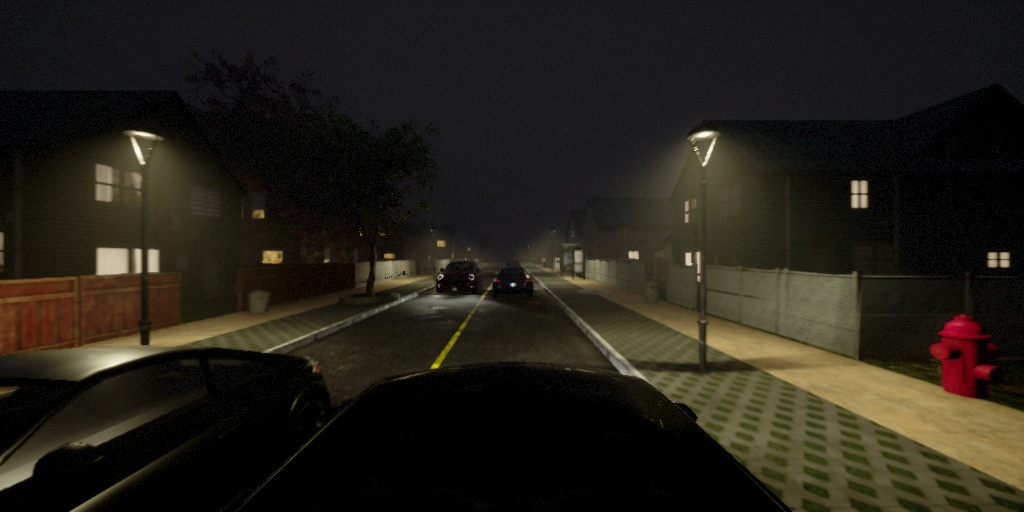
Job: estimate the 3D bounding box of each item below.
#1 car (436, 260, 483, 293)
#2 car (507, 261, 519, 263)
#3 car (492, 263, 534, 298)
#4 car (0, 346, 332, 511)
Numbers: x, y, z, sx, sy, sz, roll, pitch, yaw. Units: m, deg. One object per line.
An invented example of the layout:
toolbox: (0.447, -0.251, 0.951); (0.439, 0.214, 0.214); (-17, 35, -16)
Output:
car: (-2.822, 1.046, 19.972); (2.097, 1.767, 4.553); (0, 0, 0)
car: (0.097, 1.212, 37.801); (2.033, 1.411, 5.357); (0, 0, 0)
car: (0.056, 1.263, 18.245); (1.994, 1.385, 4.181); (0, 0, 0)
car: (-2.844, 1.313, 1.999); (1.994, 1.385, 4.181); (0, 0, 0)
